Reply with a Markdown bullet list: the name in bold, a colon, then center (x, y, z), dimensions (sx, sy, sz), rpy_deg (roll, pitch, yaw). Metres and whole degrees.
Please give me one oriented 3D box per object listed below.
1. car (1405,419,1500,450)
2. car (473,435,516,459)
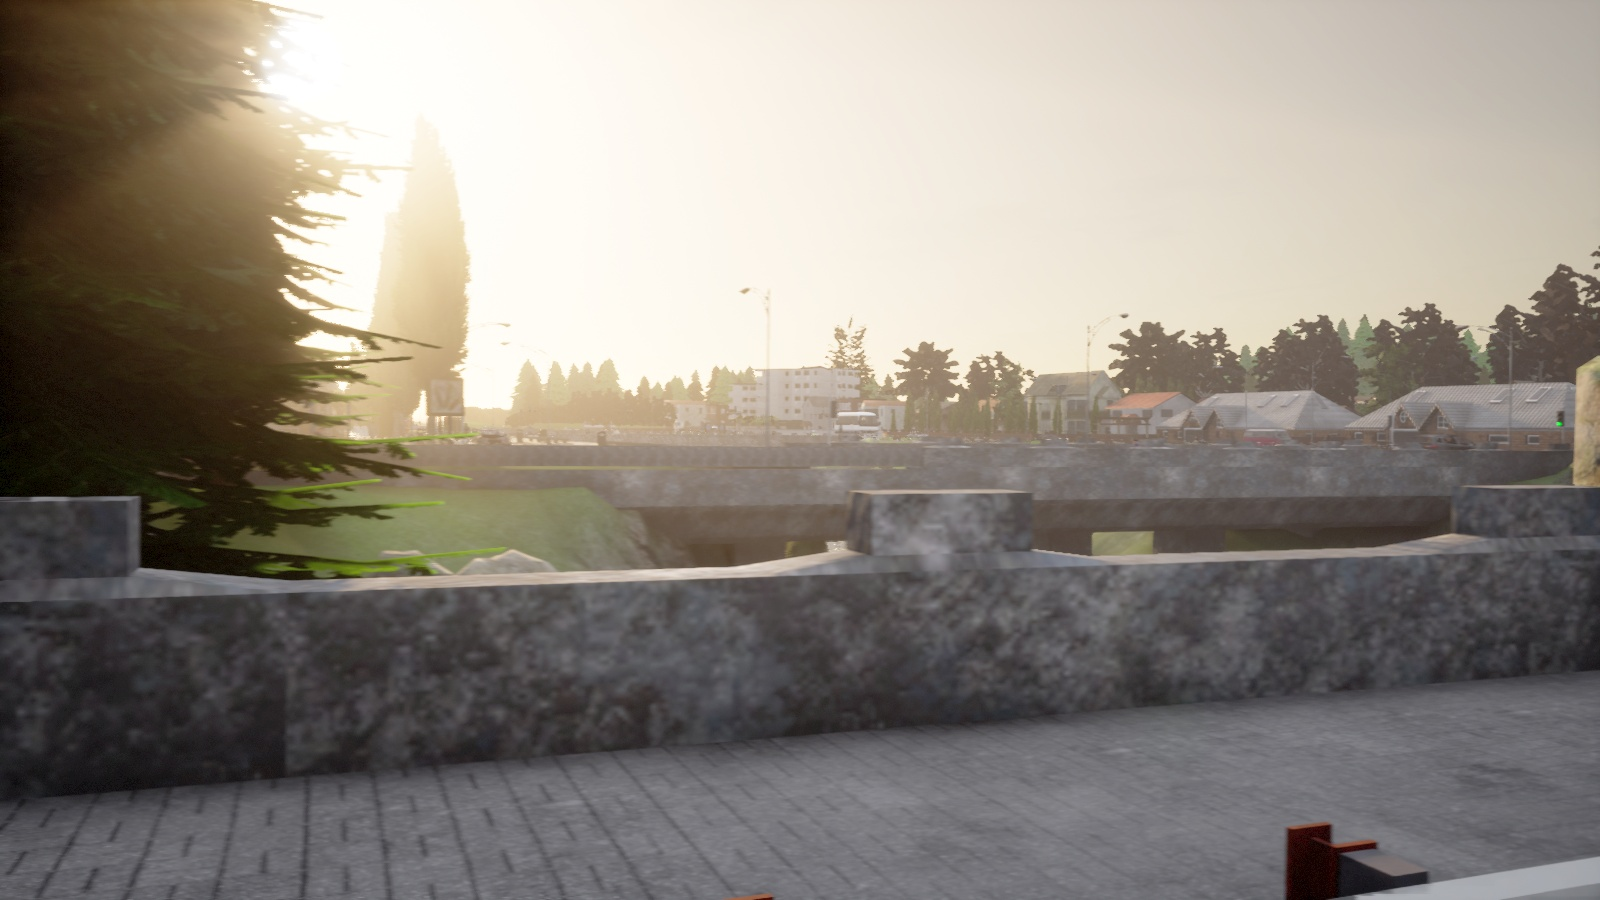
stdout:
- **car**: center (36.715, -0.908, 70.648), dimensions (4.611, 1.667, 2.242), rpy_deg (-1, 1, -21)
- **car**: center (-18.680, -0.186, 76.765), dimensions (1.994, 1.385, 4.181), rpy_deg (-1, 1, -21)
